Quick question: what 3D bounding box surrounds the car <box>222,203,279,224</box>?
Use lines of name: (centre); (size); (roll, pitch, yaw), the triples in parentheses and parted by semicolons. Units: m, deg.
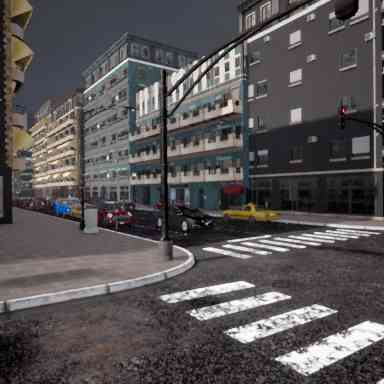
car: (4.087, 1.498, 24.420); (1.752, 1.417, 4.829); (-1, 1, -35)

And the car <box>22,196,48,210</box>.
car: (-21.921, 1.628, 46.447); (1.967, 1.590, 4.097); (-1, 1, -35)

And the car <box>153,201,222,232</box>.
car: (-0.551, 1.563, 20.955); (1.837, 1.490, 4.892); (-1, 1, -35)

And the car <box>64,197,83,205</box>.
car: (-21.525, 1.645, 60.325); (2.008, 1.369, 4.403); (-1, 1, -35)

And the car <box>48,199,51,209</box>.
car: (-20.487, 1.702, 49.073); (2.033, 1.411, 5.357); (-1, 0, -35)

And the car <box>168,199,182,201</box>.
car: (-2.243, 1.441, 33.291); (1.967, 1.590, 4.097); (-1, 1, -35)

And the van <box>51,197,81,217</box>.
van: (-12.280, 1.483, 32.930); (1.690, 1.788, 3.998); (-1, 1, -35)

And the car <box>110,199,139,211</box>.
car: (-8.669, 1.581, 42.303); (2.008, 1.369, 4.403); (-1, 1, -35)

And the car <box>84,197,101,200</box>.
car: (-8.815, 1.588, 32.543); (2.128, 1.511, 4.902); (-1, 0, -35)

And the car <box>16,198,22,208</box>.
car: (-25.133, 1.770, 50.954); (1.947, 1.339, 4.313); (-1, 1, -35)

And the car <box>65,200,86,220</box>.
car: (-8.965, 1.652, 28.288); (1.752, 1.417, 4.829); (-1, 1, -35)

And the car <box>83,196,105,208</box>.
car: (-15.099, 1.502, 51.313); (1.967, 1.590, 4.097); (-1, 1, -35)

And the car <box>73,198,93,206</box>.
car: (-18.311, 1.643, 55.819); (1.947, 1.339, 4.313); (-1, 1, -35)

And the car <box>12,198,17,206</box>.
car: (-31.561, 1.783, 59.965); (1.887, 1.381, 4.507); (-1, 1, -35)

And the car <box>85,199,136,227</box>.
car: (-5.851, 1.553, 23.921); (1.967, 1.590, 4.097); (-1, 1, -35)

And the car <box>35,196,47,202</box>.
car: (-37.594, 1.728, 82.853); (1.887, 1.381, 4.507); (-1, 1, -35)
